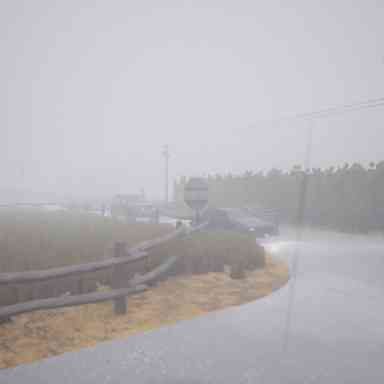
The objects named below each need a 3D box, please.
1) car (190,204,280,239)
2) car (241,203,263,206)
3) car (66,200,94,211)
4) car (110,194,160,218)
[{"bbox_3d":[1.912,1.534,16.978,2.033,1.411,5.357,0,0,-32],"label":"car"},{"bbox_3d":[3.271,1.473,21.089,2.128,1.511,4.902,0,0,-35],"label":"car"},{"bbox_3d":[-12.848,1.587,38.059,1.895,1.301,4.718,0,0,-35],"label":"car"},{"bbox_3d":[-4.697,1.205,26.530,2.150,2.045,5.566,0,0,-35],"label":"car"}]
